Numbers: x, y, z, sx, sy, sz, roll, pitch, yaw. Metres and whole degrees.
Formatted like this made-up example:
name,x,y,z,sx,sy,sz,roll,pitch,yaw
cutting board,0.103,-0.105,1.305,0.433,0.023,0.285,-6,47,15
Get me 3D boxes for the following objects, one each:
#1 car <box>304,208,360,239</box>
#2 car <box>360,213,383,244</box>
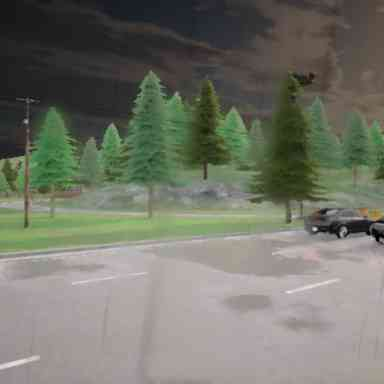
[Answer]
name,x,y,z,sx,sy,sz,roll,pitch,yaw
car,8.164,1.632,18.168,4.892,1.490,1.837,0,0,-35
car,10.176,1.618,15.306,4.902,1.511,2.128,1,0,-35
